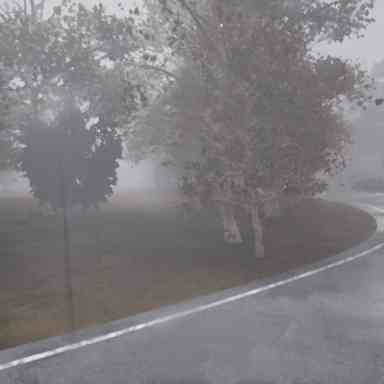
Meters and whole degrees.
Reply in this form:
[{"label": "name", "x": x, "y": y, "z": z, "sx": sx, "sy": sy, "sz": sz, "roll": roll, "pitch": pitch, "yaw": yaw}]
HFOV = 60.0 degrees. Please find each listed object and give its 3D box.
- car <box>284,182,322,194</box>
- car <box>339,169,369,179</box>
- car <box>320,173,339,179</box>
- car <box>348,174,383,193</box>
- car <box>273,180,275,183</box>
[{"label": "car", "x": 12.652, "y": -0.444, "z": 37.987, "sx": 1.812, "sy": 1.442, "sz": 4.674, "roll": -6, "pitch": 3, "yaw": -19}, {"label": "car", "x": 31.432, "y": -3.474, "z": 63.761, "sx": 4.553, "sy": 1.767, "sz": 2.097, "roll": -4, "pitch": 3, "yaw": -5}, {"label": "car", "x": 27.684, "y": -3.252, "z": 66.514, "sx": 5.008, "sy": 1.535, "sz": 1.882, "roll": -5, "pitch": 3, "yaw": -15}, {"label": "car", "x": 18.972, "y": -0.730, "z": 33.653, "sx": 1.882, "sy": 1.535, "sz": 5.008, "roll": -8, "pitch": 5, "yaw": -39}, {"label": "car", "x": 14.781, "y": -1.604, "z": 57.642, "sx": 1.895, "sy": 1.301, "sz": 4.718, "roll": -2, "pitch": 4, "yaw": 37}]
